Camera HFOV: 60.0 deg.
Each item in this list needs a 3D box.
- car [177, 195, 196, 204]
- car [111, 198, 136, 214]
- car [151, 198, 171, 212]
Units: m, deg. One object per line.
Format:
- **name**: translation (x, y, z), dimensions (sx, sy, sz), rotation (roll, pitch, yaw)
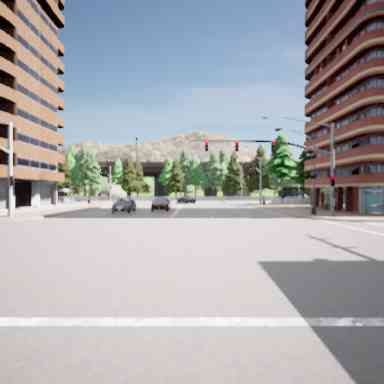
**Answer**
- **car**: translation (-1.015, 1.337, 59.232), dimensions (2.128, 1.511, 4.902), rotation (0, 0, -27)
- **car**: translation (-7.024, 1.409, 34.671), dimensions (2.128, 1.511, 4.902), rotation (0, 0, 0)
- **car**: translation (-3.499, 1.387, 37.989), dimensions (1.882, 1.535, 5.008), rotation (0, 0, 1)
